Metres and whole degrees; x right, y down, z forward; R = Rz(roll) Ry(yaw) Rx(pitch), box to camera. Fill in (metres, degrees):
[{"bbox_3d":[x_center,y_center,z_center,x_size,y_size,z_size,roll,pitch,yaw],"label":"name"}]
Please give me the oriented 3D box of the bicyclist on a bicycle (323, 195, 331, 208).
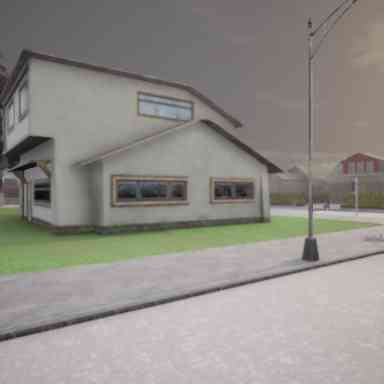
[{"bbox_3d":[16.603,1.189,40.964,1.656,1.620,0.582,-1,0,-35],"label":"bicyclist on a bicycle"}]
